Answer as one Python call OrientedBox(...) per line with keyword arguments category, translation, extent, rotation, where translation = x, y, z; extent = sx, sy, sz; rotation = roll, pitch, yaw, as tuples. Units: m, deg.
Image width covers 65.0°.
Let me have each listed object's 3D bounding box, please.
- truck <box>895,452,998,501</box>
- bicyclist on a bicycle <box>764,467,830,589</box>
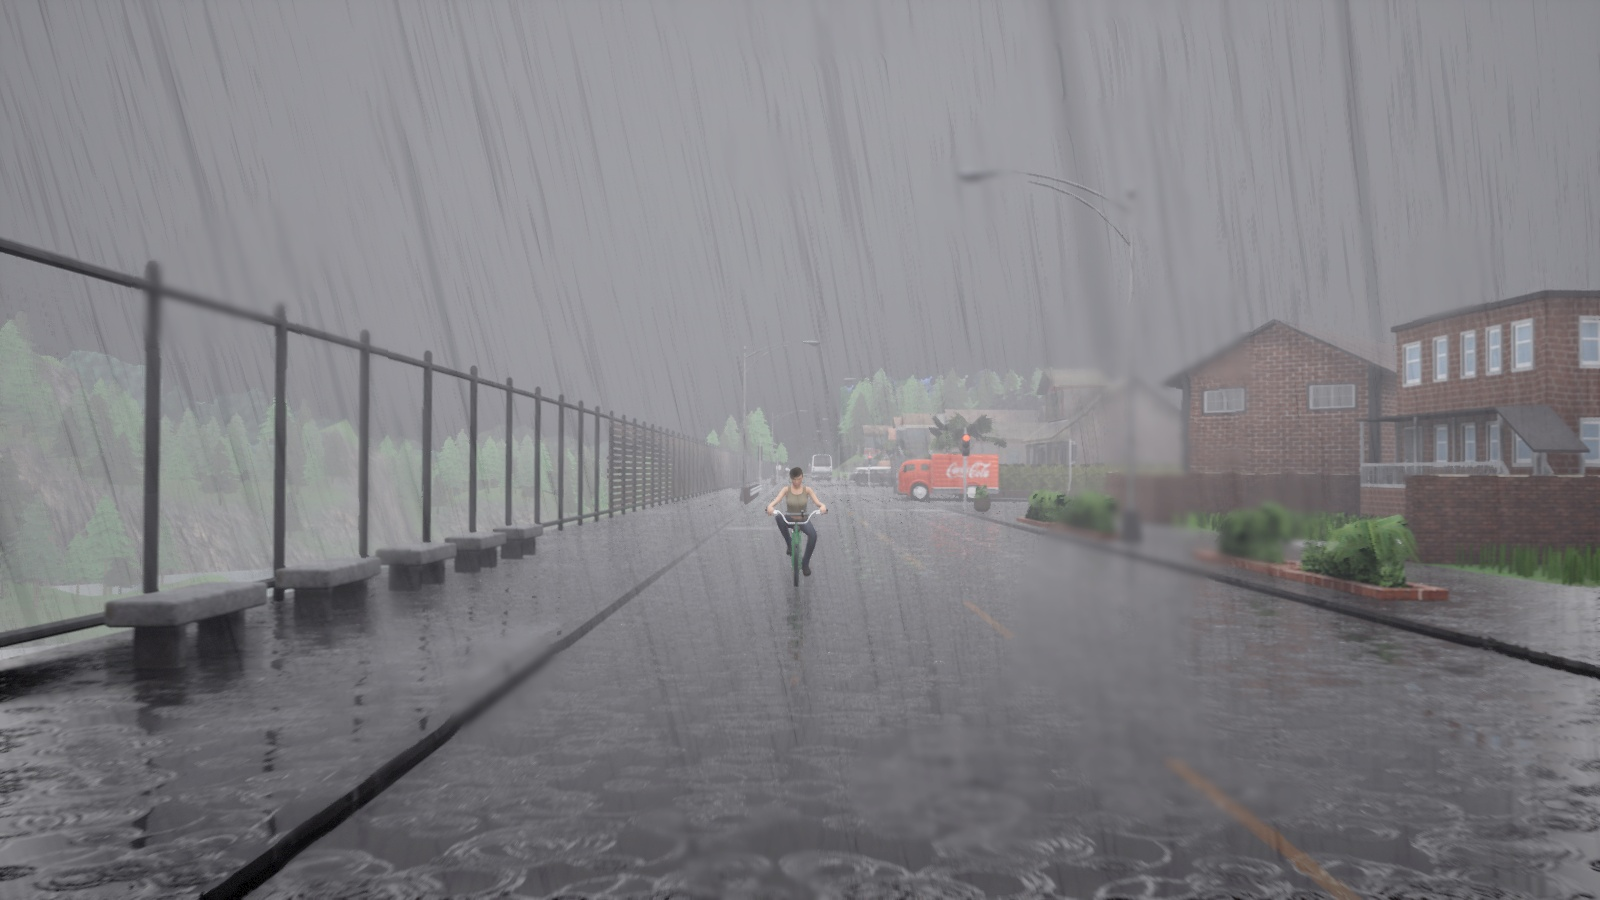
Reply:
OrientedBox(category="truck", translation=(7.591, 1.392, 65.417), extent=(5.204, 2.467, 2.627), rotation=(0, -2, 4))
OrientedBox(category="bicyclist on a bicycle", translation=(-0.038, 1.042, 17.337), extent=(0.866, 1.612, 1.509), rotation=(0, -1, 0))
